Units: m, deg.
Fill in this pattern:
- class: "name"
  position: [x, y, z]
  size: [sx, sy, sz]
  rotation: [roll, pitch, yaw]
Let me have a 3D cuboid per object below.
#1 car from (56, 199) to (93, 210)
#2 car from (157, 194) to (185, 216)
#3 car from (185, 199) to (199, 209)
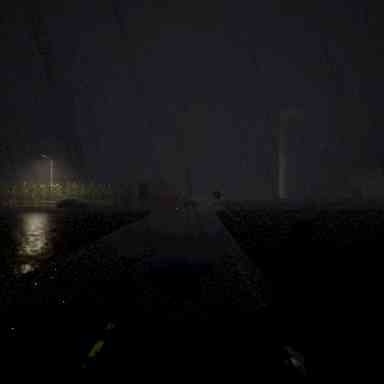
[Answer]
- class: "car"
  position: [-15.754, 1.644, 44.656]
  size: [4.674, 1.442, 1.812]
  rotation: [1, -1, -3]
- class: "car"
  position: [-2.173, 1.219, 33.539]
  size: [2.150, 2.045, 5.566]
  rotation: [0, 0, 2]
- class: "car"
  position: [-1.569, 1.490, 45.233]
  size: [4.902, 1.511, 2.128]
  rotation: [0, 0, -2]
